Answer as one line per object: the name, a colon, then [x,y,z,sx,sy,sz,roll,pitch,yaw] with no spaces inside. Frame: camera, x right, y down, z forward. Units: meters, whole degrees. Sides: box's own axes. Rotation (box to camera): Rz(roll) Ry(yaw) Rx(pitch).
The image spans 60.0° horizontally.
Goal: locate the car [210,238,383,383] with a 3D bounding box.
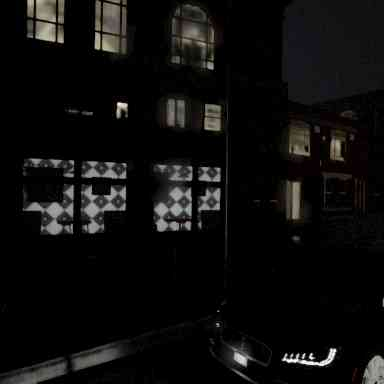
car: [2.474,1.507,4.881,4.892,1.490,1.837,1,0,-36]
